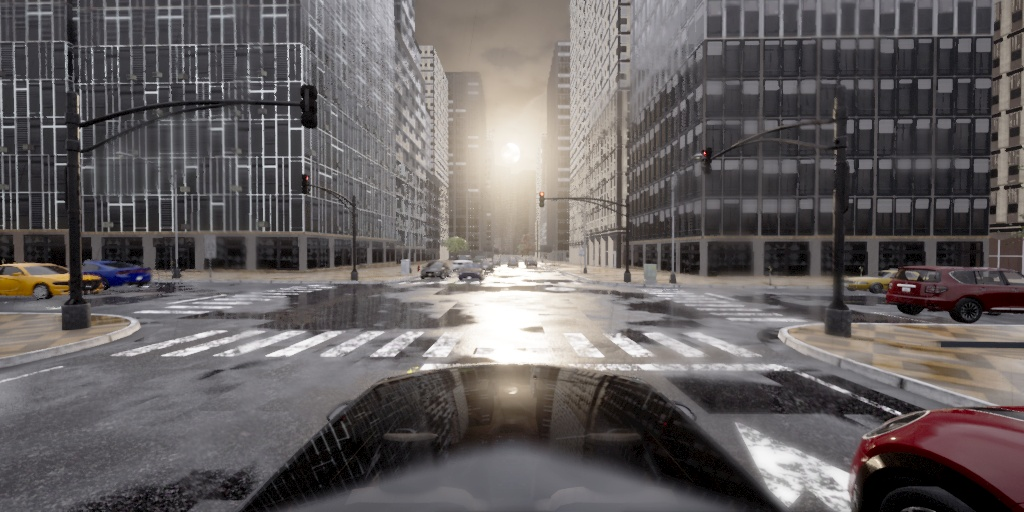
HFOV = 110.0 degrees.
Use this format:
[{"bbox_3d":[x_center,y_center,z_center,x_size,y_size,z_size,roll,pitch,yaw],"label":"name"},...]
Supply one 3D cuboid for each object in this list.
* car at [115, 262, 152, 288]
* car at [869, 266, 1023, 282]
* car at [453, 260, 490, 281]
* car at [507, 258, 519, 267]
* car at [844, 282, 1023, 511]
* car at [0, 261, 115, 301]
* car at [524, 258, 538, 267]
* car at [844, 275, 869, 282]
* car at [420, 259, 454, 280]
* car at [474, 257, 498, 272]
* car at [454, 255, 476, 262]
[{"bbox_3d":[-22.258,1.007,19.108,5.008,1.535,1.882,1,1,1],"label":"car"},{"bbox_3d":[16.225,1.282,12.555,5.009,1.841,2.192,0,0,1],"label":"car"},{"bbox_3d":[-3.260,1.283,30.045,2.033,1.411,5.357,0,0,0],"label":"car"},{"bbox_3d":[0.203,1.267,63.393,1.994,1.385,4.181,0,0,0],"label":"car"},{"bbox_3d":[3.254,1.103,0.441,2.097,1.767,4.553,0,0,0],"label":"car"},{"bbox_3d":[-21.203,1.068,15.884,5.008,1.535,1.882,1,1,1],"label":"car"},{"bbox_3d":[3.453,1.304,63.411,1.895,1.301,4.718,0,0,0],"label":"car"},{"bbox_3d":[21.863,1.409,20.821,4.829,1.417,1.751,0,0,1],"label":"car"},{"bbox_3d":[-6.506,1.240,30.868,1.837,1.490,4.892,0,0,0],"label":"car"},{"bbox_3d":[-3.207,1.212,44.779,2.128,1.511,4.902,0,0,0],"label":"car"},{"bbox_3d":[-6.448,0.942,47.267,2.150,2.045,5.566,0,0,0],"label":"car"}]
